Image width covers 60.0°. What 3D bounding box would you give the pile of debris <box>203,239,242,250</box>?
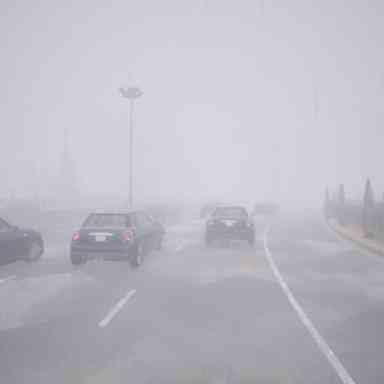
[{"bbox_3d":[1.358,2.210,14.220,1.500,0.140,1.860,0,0,10],"label":"pile of debris"}]

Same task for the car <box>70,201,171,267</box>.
[{"bbox_3d":[-2.340,1.367,11.677,2.097,1.767,4.553,0,0,8],"label":"car"}]

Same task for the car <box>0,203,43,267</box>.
[{"bbox_3d":[-6.175,1.347,9.328,2.097,1.767,4.553,0,0,6],"label":"car"}]

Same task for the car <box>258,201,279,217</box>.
[{"bbox_3d":[7.520,1.605,33.366,1.882,1.535,5.008,0,0,23],"label":"car"}]

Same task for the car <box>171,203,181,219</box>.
[{"bbox_3d":[-2.359,1.580,27.039,1.837,1.490,4.892,0,0,17],"label":"car"}]

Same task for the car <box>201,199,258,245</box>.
[{"bbox_3d":[1.960,1.390,16.005,2.097,1.767,4.553,0,0,11],"label":"car"}]

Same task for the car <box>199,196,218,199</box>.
[{"bbox_3d":[3.426,1.781,54.964,1.837,1.490,4.892,0,-1,34],"label":"car"}]

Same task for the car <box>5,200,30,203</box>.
[{"bbox_3d":[-16.192,1.536,30.282,1.882,1.535,5.008,0,0,18],"label":"car"}]

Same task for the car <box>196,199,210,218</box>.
[{"bbox_3d":[2.118,1.601,29.305,1.837,1.490,4.892,0,0,20],"label":"car"}]
